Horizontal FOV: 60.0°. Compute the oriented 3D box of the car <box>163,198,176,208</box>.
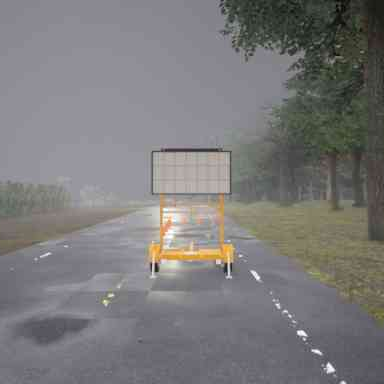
[{"bbox_3d":[-3.581,1.765,53.082,2.128,1.511,4.902,0,-1,0],"label":"car"}]

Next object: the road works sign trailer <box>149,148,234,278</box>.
[{"bbox_3d":[-0.014,0.483,10.150,2.380,3.560,2.880,0,0,0],"label":"road works sign trailer"}]
